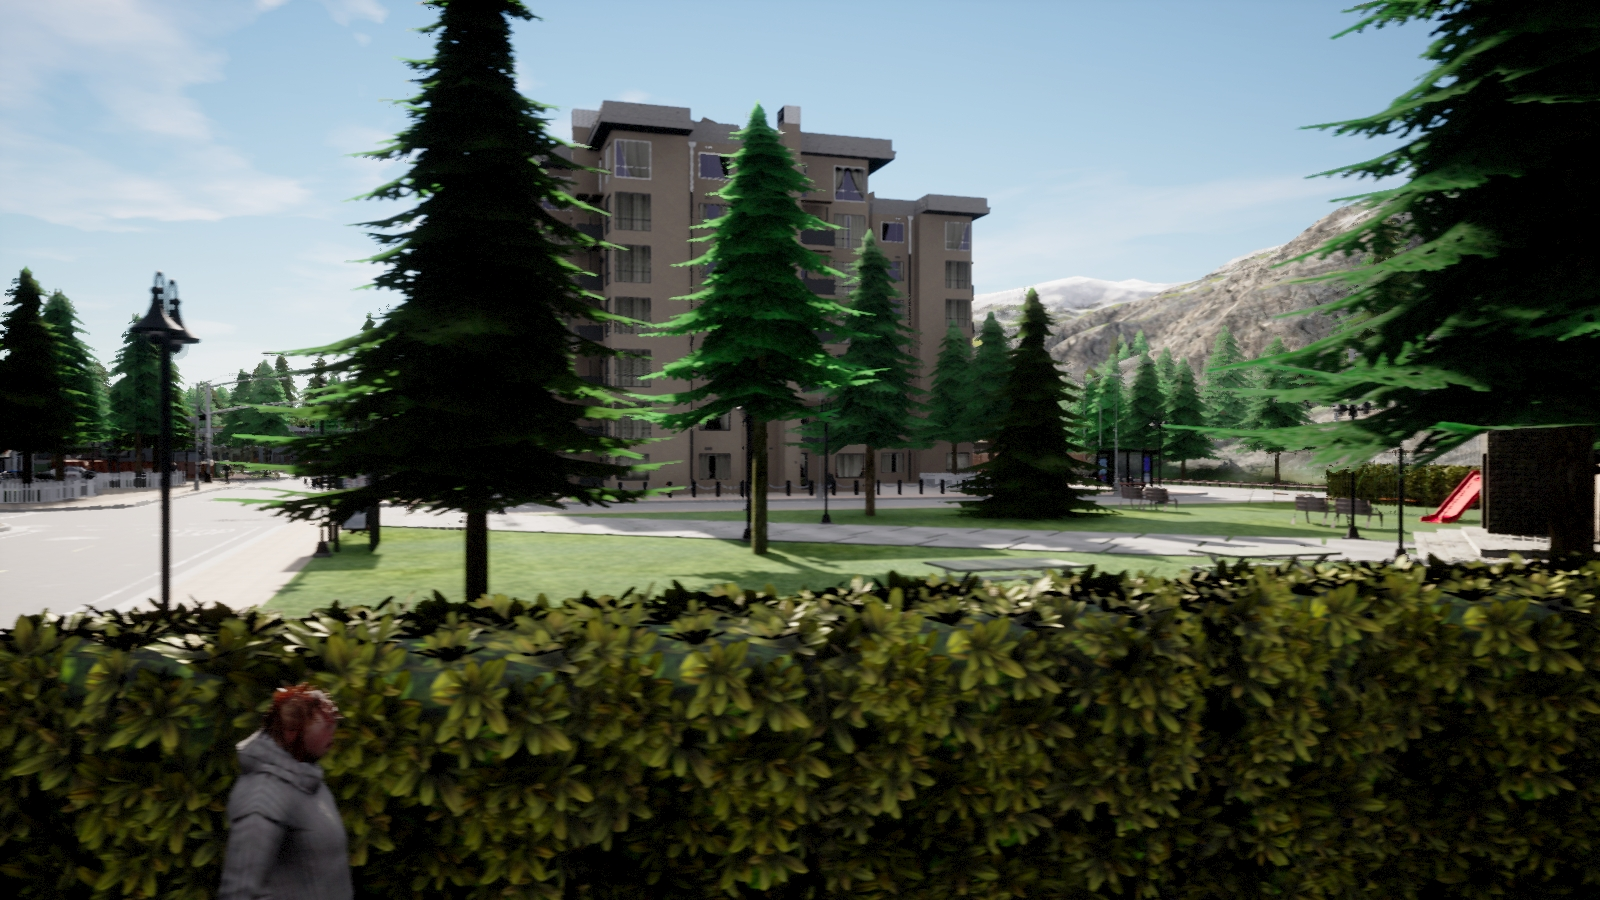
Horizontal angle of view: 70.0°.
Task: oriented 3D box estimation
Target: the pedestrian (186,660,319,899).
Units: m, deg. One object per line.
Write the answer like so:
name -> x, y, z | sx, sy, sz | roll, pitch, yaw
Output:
pedestrian -> -1.859, 1.692, 3.908 | 0.375, 1.860, 0.375 | 0, 0, -20
